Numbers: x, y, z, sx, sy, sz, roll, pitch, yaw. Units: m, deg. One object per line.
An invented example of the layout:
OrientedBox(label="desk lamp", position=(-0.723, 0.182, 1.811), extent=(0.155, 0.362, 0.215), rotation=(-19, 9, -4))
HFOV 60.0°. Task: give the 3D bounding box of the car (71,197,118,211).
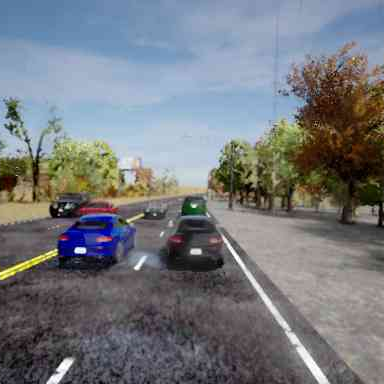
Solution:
OrientedBox(label="car", position=(-6.550, 1.369, 23.651), extent=(1.882, 1.535, 5.008), rotation=(2, 0, 0))

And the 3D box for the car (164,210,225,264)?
OrientedBox(label="car", position=(0.113, 1.580, 11.867), extent=(1.812, 1.442, 4.674), rotation=(1, -1, 0))

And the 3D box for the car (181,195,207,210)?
OrientedBox(label="car", position=(0.173, 1.320, 29.985), extent=(2.150, 2.045, 5.566), rotation=(1, 0, 0))

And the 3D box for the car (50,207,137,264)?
OrientedBox(label="car", position=(-3.131, 1.489, 11.662), extent=(1.812, 1.442, 4.674), rotation=(2, 0, 0))

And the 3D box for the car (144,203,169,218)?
OrientedBox(label="car", position=(-3.086, 1.615, 29.957), extent=(1.895, 1.301, 4.718), rotation=(2, 0, 0))

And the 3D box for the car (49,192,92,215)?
OrientedBox(label="car", position=(-9.774, 1.023, 27.612), extent=(2.150, 2.045, 5.566), rotation=(2, 0, 0))
